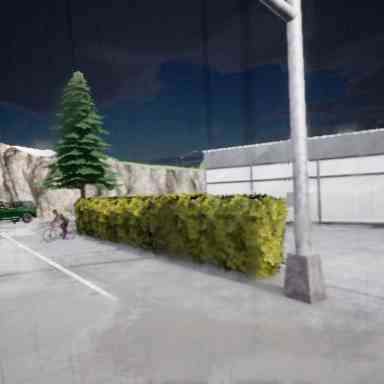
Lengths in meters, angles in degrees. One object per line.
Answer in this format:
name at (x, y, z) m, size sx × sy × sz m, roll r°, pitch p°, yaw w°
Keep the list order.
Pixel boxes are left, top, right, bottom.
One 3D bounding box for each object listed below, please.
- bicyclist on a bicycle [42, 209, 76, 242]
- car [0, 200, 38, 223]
bicyclist on a bicycle at (-6.742, 1.693, 16.888) m, size 1.656 × 1.620 × 0.582 m, roll -3°, pitch 0°, yaw -37°
car at (-16.680, 1.838, 29.656) m, size 2.150 × 2.045 × 5.566 m, roll -2°, pitch 0°, yaw 31°
